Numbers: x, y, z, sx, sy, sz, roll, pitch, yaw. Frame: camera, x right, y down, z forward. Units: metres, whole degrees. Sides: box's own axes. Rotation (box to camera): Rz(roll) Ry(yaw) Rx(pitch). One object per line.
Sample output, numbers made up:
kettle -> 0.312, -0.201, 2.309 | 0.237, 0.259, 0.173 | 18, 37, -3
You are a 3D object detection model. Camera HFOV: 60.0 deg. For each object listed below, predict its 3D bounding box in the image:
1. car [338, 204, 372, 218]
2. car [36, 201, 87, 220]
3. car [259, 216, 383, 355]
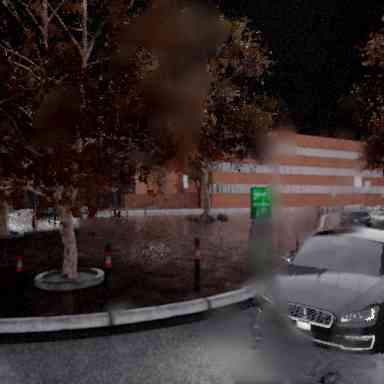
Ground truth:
car -> 11.847, 1.667, 24.339 | 1.837, 1.490, 4.892 | 0, -1, 23
car -> -11.403, 1.570, 29.372 | 2.128, 1.511, 4.902 | 0, 0, 22
car -> 3.034, 1.521, 6.426 | 1.837, 1.490, 4.892 | 0, 1, 39
